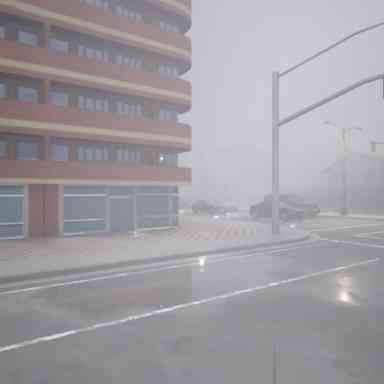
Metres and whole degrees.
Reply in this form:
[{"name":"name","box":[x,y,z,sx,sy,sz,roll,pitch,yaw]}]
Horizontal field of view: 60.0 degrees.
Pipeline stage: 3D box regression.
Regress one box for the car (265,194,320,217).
[{"name":"car","box":[8.827,1.221,30.320,2.150,2.045,5.566,0,0,-34]}]

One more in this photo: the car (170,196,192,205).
[{"name":"car","box":[-2.086,1.526,60.526,1.812,1.442,4.674,0,0,-34]}]

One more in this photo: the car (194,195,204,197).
[{"name":"car","box":[0.766,1.352,62.472,2.097,1.767,4.553,0,0,-35]}]

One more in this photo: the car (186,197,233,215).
[{"name":"car","box":[1.719,1.526,34.469,1.812,1.442,4.674,0,0,-35]}]

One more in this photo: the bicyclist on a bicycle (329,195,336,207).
[{"name":"bicyclist on a bicycle","box":[19.330,1.301,45.873,1.656,1.620,0.582,0,0,-35]}]

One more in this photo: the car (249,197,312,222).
[{"name":"car","box":[6.841,1.478,26.991,1.882,1.535,5.008,0,0,-34]}]

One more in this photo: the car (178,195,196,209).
[{"name":"car","box":[-1.953,1.505,45.972,1.837,1.490,4.892,0,0,-34]}]

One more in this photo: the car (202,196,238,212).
[{"name":"car","box":[3.290,1.526,38.367,1.812,1.442,4.674,0,0,-35]}]
